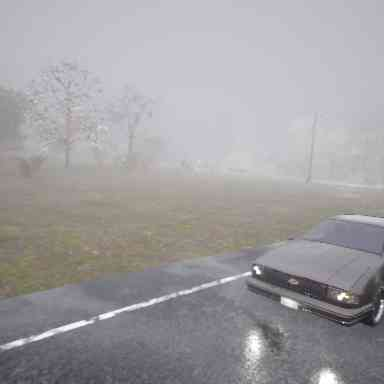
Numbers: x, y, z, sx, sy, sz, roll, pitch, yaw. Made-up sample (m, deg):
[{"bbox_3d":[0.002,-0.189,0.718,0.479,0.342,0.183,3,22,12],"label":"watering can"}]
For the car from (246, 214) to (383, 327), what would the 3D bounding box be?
[{"bbox_3d":[3.406,1.209,6.658,5.357,1.411,2.033,-1,5,-43],"label":"car"}]

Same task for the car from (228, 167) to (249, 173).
[{"bbox_3d":[10.108,-4.885,73.491,1.895,1.301,4.718,-1,7,-42],"label":"car"}]

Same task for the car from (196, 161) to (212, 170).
[{"bbox_3d":[3.522,-6.503,80.867,2.150,2.045,5.566,-1,7,-42],"label":"car"}]
